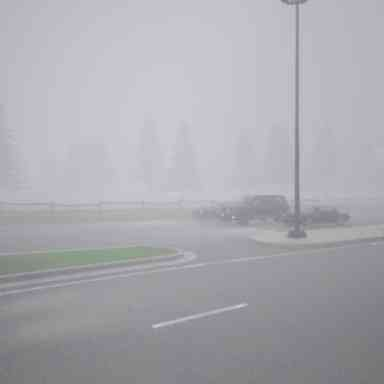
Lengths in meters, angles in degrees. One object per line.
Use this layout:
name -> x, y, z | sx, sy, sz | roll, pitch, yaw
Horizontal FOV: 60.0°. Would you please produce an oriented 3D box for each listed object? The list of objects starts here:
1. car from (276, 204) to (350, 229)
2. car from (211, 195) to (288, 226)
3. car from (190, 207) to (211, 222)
car -> 8.117, 1.604, 21.914 | 4.718, 1.301, 1.895 | 0, 0, -29
car -> 4.475, 1.222, 23.889 | 5.566, 2.045, 2.150 | 0, 0, -29
car -> 2.229, 1.600, 26.643 | 4.718, 1.301, 1.895 | 0, 0, -29
